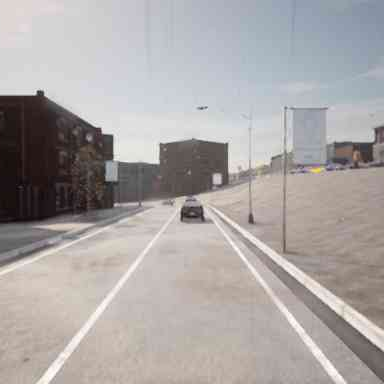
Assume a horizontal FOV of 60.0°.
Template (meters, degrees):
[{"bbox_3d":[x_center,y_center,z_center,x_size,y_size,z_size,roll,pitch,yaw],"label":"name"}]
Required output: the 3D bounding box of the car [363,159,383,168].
[{"bbox_3d":[24.233,-3.438,41.857,2.002,1.452,4.674,0,1,-7],"label":"car"}]

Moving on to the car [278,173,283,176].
[{"bbox_3d":[21.724,-4.074,75.123,2.231,1.521,4.892,0,1,-1],"label":"car"}]

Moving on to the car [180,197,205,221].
[{"bbox_3d":[0.038,1.459,27.277,1.882,1.535,5.008,0,0,1],"label":"car"}]

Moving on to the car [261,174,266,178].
[{"bbox_3d":[21.365,-4.235,91.554,2.002,1.452,4.674,0,1,-1],"label":"car"}]

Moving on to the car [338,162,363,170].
[{"bbox_3d":[23.530,-3.551,47.331,2.163,1.488,4.792,0,1,-6],"label":"car"}]

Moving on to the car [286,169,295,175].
[{"bbox_3d":[21.853,-3.993,69.606,2.231,1.521,4.892,0,1,-1],"label":"car"}]

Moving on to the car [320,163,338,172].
[{"bbox_3d":[22.909,-3.813,53.021,2.185,1.767,4.553,0,1,-5],"label":"car"}]

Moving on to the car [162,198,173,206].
[{"bbox_3d":[-4.355,1.796,59.042,1.895,1.301,4.718,0,-1,-7],"label":"car"}]

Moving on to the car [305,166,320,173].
[{"bbox_3d":[22.440,-3.791,58.527,2.097,1.535,5.008,0,1,-4],"label":"car"}]

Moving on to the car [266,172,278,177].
[{"bbox_3d":[21.485,-4.335,86.060,2.185,1.767,4.553,0,1,-1],"label":"car"}]

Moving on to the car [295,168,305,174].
[{"bbox_3d":[22.087,-3.855,64.064,2.002,1.452,4.674,0,1,-3],"label":"car"}]
